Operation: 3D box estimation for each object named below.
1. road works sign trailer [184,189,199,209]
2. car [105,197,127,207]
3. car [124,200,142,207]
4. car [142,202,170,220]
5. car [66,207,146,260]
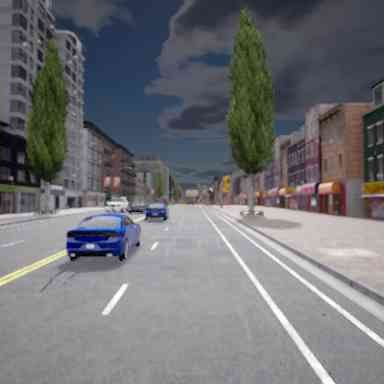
[{"bbox_3d":[0.004,1.217,58.491,2.380,3.560,2.880,0,-1,0],"label":"road works sign trailer"},{"bbox_3d":[-9.823,1.707,44.022,2.150,2.045,5.566,0,-1,0],"label":"car"},{"bbox_3d":[-6.584,1.987,41.332,2.033,1.411,5.357,0,-1,0],"label":"car"},{"bbox_3d":[-3.149,1.753,30.869,1.882,1.535,5.008,0,-1,0],"label":"car"},{"bbox_3d":[-3.151,1.551,12.761,1.882,1.535,5.008,0,-1,0],"label":"car"}]
